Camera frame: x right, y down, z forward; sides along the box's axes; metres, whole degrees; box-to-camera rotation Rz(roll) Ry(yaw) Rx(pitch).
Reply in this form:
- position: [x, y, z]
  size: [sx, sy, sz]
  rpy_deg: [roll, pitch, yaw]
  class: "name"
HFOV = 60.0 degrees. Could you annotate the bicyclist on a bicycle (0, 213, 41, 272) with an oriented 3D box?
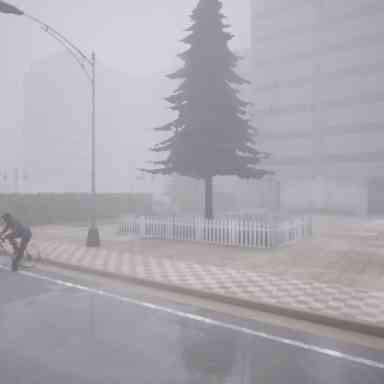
- position: [-4.965, 1.405, 9.209]
  size: [0.582, 1.620, 1.656]
  rpy_deg: [0, 0, 35]
  class: "bicyclist on a bicycle"
